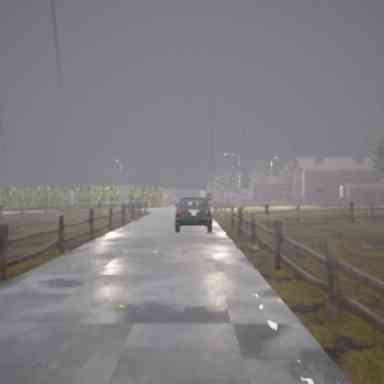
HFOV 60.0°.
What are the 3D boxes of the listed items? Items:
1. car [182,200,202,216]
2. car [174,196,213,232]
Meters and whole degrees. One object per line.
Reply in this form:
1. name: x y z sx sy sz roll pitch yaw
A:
1. car: -0.025 1.638 34.934 1.882 1.535 5.008 0 0 -1
2. car: 0.091 1.276 20.627 2.150 2.045 5.566 0 0 0
